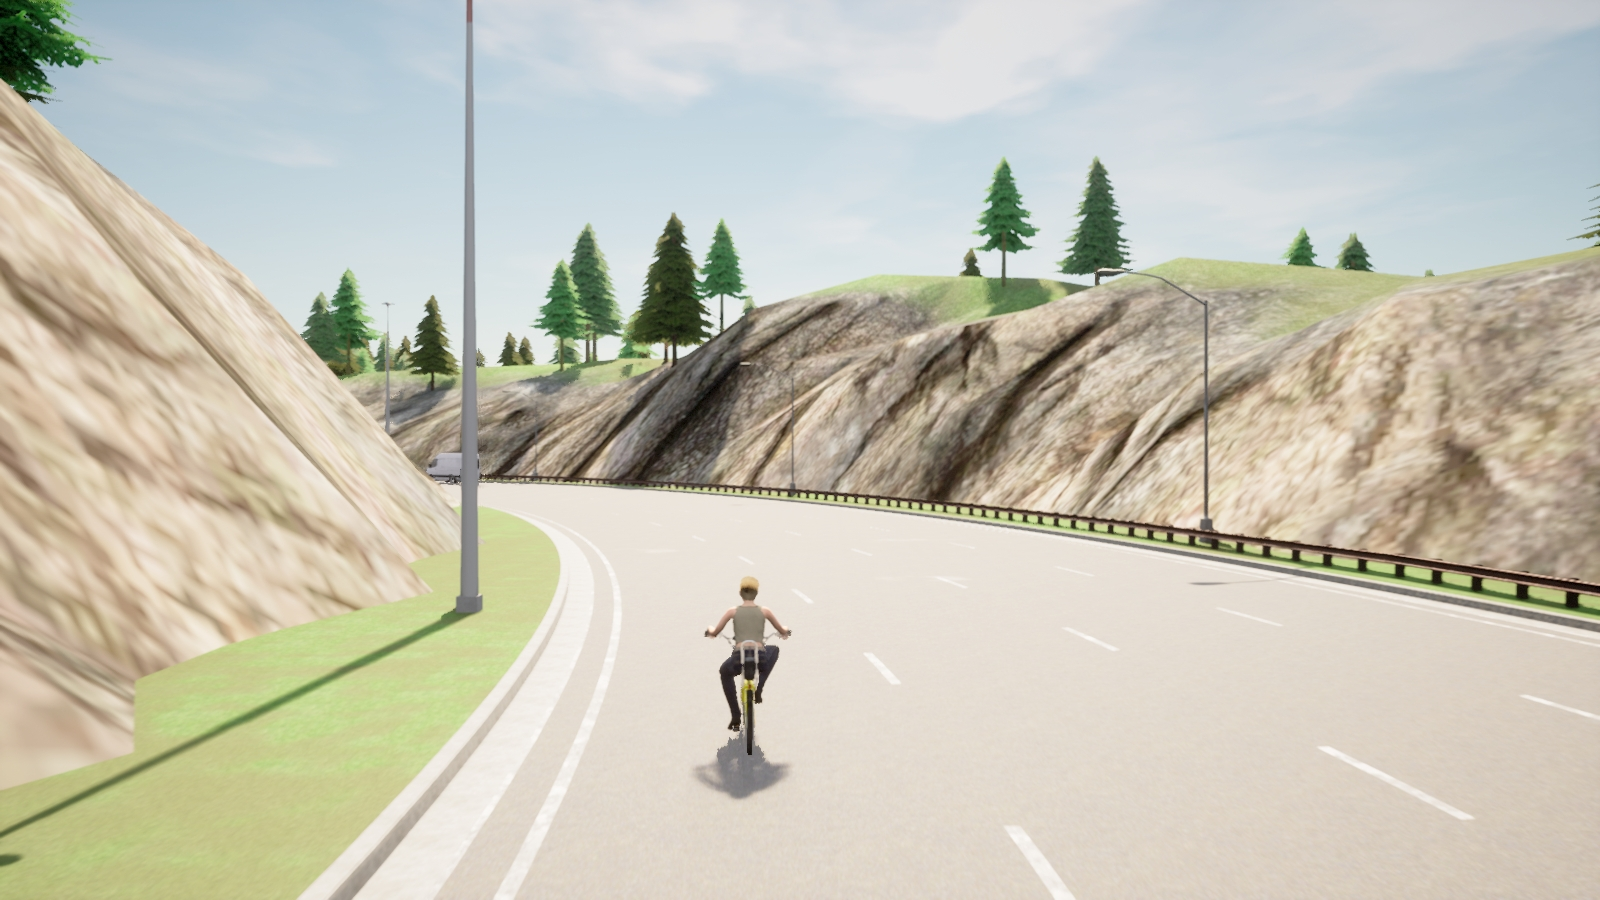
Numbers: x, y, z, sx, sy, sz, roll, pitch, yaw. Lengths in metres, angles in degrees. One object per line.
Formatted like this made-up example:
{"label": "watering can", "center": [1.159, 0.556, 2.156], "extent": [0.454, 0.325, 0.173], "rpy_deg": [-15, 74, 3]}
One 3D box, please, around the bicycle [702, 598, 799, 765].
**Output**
{"label": "bicycle", "center": [-0.490, 2.157, 10.924], "extent": [0.859, 1.276, 1.487], "rpy_deg": [0, 0, -4]}
